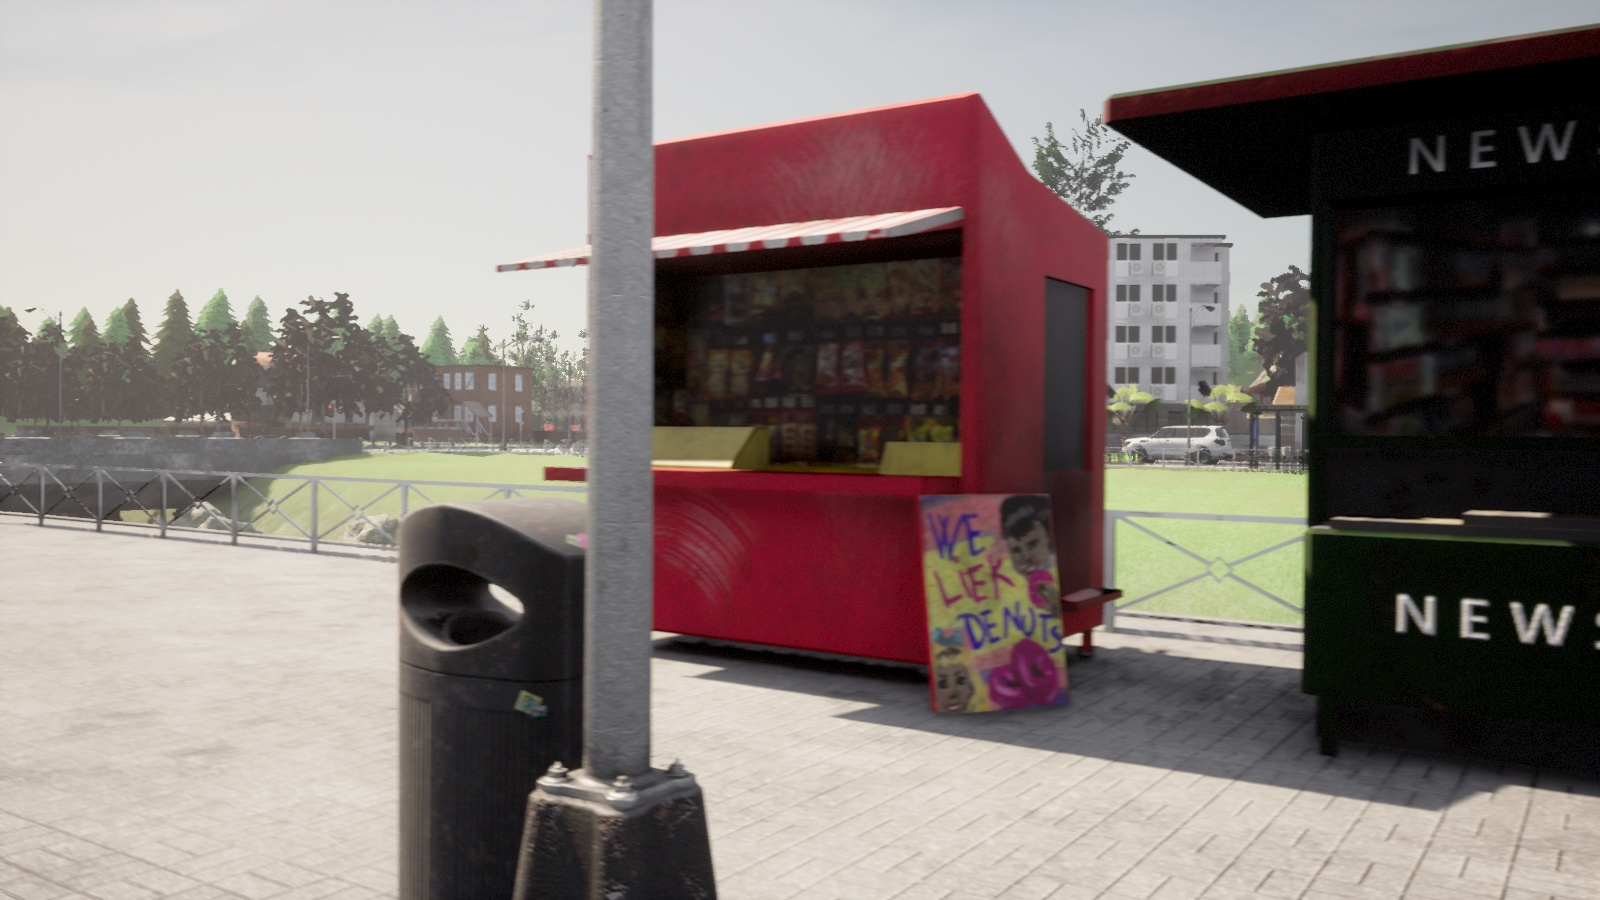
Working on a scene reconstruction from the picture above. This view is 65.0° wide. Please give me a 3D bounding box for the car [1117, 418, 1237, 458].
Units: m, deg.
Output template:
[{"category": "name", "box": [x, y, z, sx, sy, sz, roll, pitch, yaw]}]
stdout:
[{"category": "car", "box": [19.587, -0.618, 65.281, 5.566, 2.045, 2.150, 0, 1, 34]}]
